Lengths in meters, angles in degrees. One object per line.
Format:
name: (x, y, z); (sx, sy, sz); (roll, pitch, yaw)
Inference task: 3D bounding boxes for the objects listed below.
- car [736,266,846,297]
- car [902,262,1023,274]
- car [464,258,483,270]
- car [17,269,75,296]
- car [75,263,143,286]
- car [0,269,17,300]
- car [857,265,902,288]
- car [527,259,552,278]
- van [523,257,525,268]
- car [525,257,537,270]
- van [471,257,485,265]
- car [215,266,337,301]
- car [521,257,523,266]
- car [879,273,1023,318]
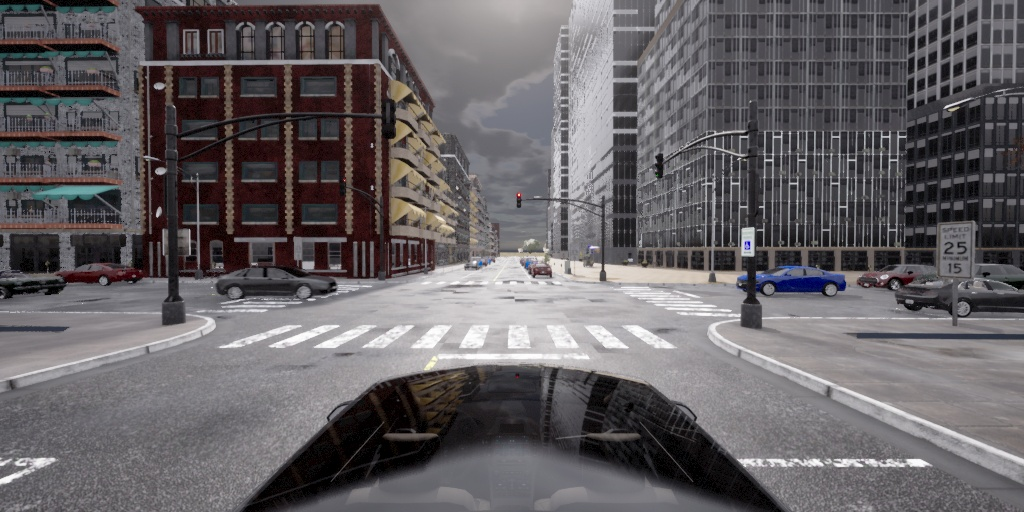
car: (14.686, 1.268, 19.046); (5.008, 1.535, 1.882); (0, 1, 2)
car: (24.146, 1.187, 18.886); (4.553, 1.767, 2.097); (0, 1, 1)
car: (-5.578, 1.265, 50.364); (1.948, 1.339, 4.313); (0, 0, 0)
car: (-23.695, 1.266, 16.461); (4.718, 1.301, 1.895); (0, 1, 1)
car: (-25.809, 1.108, 22.396); (4.507, 1.381, 1.888); (0, 0, 1)
car: (-22.596, 1.258, 13.732); (4.507, 1.381, 1.888); (0, 0, 1)
car: (23.420, 1.228, 21.632); (4.097, 1.591, 1.967); (0, 0, 1)
car: (2.731, 1.269, 33.440); (1.888, 1.381, 4.507); (0, 0, 0)
van: (2.770, 1.040, 50.378); (1.690, 1.789, 3.998); (0, 0, 0)
car: (2.744, 1.156, 39.086); (1.967, 1.591, 4.097); (0, 0, 0)
van: (-5.565, 1.031, 56.010); (1.690, 1.789, 3.998); (0, 0, 0)
car: (-10.840, 1.227, 16.712); (4.892, 1.490, 1.837); (0, 1, -6)
car: (2.783, 1.235, 56.024); (1.888, 1.381, 4.507); (0, 0, 0)
car: (16.741, 1.444, 13.100); (4.403, 1.370, 2.007); (0, 0, 1)
